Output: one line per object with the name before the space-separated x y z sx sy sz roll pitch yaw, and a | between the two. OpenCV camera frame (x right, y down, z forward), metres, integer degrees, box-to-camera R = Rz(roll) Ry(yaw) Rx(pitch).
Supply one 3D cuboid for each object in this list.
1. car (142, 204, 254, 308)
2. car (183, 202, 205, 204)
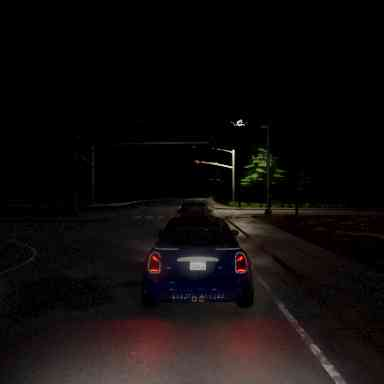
car | 0.106 1.347 8.093 2.097 1.767 4.553 0 0 0
car | 0.116 1.338 18.214 2.097 1.767 4.553 0 0 0
